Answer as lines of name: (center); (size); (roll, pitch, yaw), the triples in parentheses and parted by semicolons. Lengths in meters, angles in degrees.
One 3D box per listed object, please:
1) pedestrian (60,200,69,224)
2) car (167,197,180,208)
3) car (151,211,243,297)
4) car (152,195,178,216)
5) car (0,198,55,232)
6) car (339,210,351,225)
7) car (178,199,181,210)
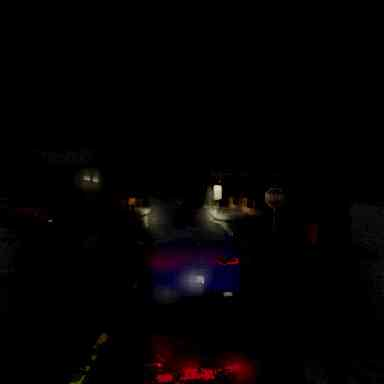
pedestrian: (-9.635, 1.454, 25.085); (0.375, 1.860, 0.375); (0, -1, 1)
car: (-2.935, 1.643, 53.899); (2.097, 1.767, 4.553); (0, -1, -2)
car: (0.107, 1.492, 8.640); (1.882, 1.535, 5.008); (0, 0, 0)
car: (-2.801, 1.469, 33.914); (2.097, 1.767, 4.553); (0, 0, 0)
car: (-10.938, 1.341, 19.233); (5.566, 2.045, 2.150); (-1, -2, 1)
car: (12.288, 1.400, 21.850); (5.008, 1.535, 1.882); (-1, -2, 1)
car: (-2.800, 1.411, 43.724); (2.150, 2.045, 5.566); (0, 0, 0)
